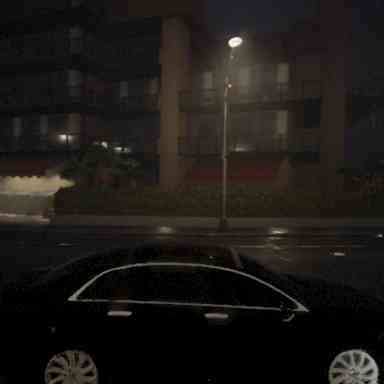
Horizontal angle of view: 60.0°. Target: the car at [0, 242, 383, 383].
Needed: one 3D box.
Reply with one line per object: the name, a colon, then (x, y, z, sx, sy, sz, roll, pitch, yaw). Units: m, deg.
car: (0.163, 1.454, 4.249, 4.892, 1.490, 1.837, 1, 1, -2)
